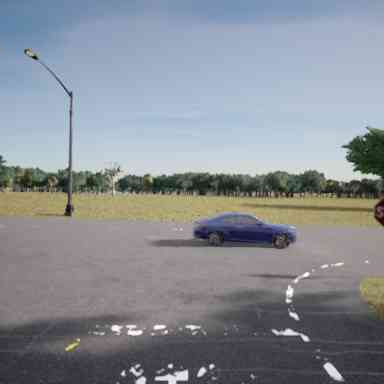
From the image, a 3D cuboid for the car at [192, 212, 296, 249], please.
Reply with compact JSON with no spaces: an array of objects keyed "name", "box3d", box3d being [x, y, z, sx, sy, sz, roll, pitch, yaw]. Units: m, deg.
[{"name":"car","box3d":[2.318,1.668,15.105,4.674,1.442,1.812,2,0,0]}]
